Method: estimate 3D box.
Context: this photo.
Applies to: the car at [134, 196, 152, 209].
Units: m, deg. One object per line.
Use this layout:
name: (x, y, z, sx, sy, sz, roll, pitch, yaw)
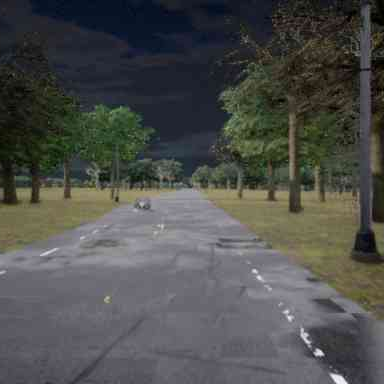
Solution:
car: (-5.908, 1.255, 40.051, 2.128, 1.511, 4.902, 0, 0, -6)
